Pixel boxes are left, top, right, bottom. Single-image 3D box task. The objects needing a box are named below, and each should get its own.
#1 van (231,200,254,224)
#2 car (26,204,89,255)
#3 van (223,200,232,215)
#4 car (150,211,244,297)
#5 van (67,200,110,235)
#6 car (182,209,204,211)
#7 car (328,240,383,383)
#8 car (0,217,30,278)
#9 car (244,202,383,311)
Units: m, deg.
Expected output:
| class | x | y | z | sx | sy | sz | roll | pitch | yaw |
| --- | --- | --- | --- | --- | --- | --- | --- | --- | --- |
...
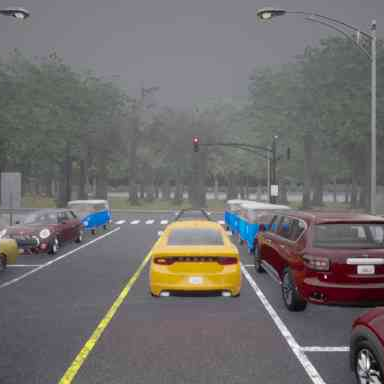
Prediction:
| class | x | y | z | sx | sy | sz | roll | pitch | yaw |
| --- | --- | --- | --- | --- | --- | --- | --- | --- | --- |
| van | 2.752 | 1.342 | 13.098 | 1.690 | 1.788 | 3.998 | 0 | 0 | 0 |
| car | -5.773 | 1.441 | 13.092 | 1.967 | 1.590 | 4.097 | 0 | 0 | 0 |
| van | 2.747 | 1.343 | 18.536 | 1.690 | 1.788 | 3.998 | 0 | 0 | 0 |
| car | 0.080 | 1.478 | 8.616 | 1.882 | 1.535 | 5.008 | 0 | 0 | 0 |
| van | -5.778 | 1.343 | 18.530 | 1.690 | 1.788 | 3.998 | 0 | 0 | 0 |
| car | 0.046 | 1.566 | 17.538 | 1.994 | 1.385 | 4.181 | 0 | 0 | 0 |
| car | 2.760 | 1.440 | 2.223 | 1.967 | 1.590 | 4.097 | 0 | 0 | 0 |
| car | -5.769 | 1.526 | 7.484 | 1.752 | 1.417 | 4.829 | 0 | 0 | 0 |
| car | 2.756 | 1.315 | 7.661 | 2.192 | 1.841 | 5.009 | 0 | 0 | 0 |
